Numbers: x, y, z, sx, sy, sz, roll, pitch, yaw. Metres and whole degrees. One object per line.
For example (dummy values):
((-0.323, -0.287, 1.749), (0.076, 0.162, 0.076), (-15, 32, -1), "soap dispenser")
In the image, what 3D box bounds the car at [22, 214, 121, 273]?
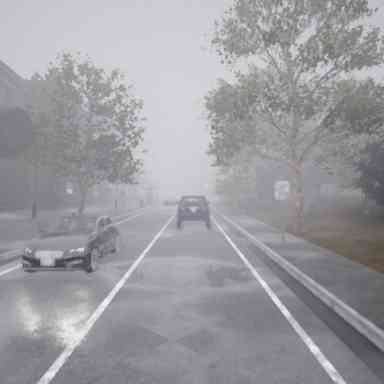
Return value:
((-3.598, 1.492, 10.747), (2.128, 1.511, 4.902), (0, 0, 0), "car")

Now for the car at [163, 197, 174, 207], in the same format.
((-3.440, 1.484, 52.452), (1.882, 1.535, 5.008), (0, 0, 2), "car")

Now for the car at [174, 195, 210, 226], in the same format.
((0.101, 1.224, 23.296), (2.150, 2.045, 5.566), (0, 0, 0), "car")

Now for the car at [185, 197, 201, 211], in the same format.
((0.101, 1.480, 41.602), (1.882, 1.535, 5.008), (0, 0, 0), "car")
